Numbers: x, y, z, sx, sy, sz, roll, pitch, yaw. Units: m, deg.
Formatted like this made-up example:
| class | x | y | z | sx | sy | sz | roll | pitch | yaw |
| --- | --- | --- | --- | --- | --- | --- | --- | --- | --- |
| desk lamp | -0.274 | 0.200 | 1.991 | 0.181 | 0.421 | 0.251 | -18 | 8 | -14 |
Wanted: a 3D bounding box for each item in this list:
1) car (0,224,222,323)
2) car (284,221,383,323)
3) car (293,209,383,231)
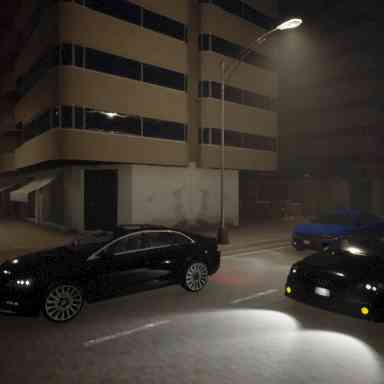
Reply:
| class | x | y | z | sx | sy | sz | roll | pitch | yaw |
| --- | --- | --- | --- | --- | --- | --- | --- | --- | --- |
| car | -1.548 | 1.492 | 7.289 | 4.902 | 1.511 | 2.128 | 0 | 0 | -37 |
| car | 3.853 | 1.564 | 7.043 | 4.181 | 1.385 | 1.994 | 0 | 0 | -38 |
| car | 5.947 | 1.478 | 13.113 | 5.008 | 1.535 | 1.882 | 0 | 0 | -38 |
